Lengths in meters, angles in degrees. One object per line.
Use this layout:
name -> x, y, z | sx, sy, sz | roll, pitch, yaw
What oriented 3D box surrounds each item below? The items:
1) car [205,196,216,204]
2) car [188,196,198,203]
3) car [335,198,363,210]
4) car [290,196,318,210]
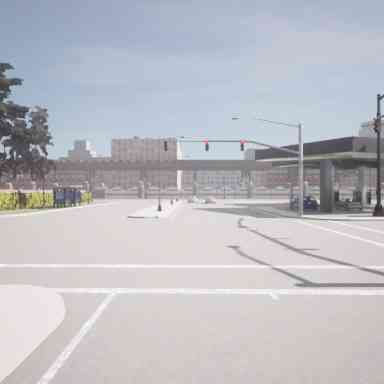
car -> 3.565, 1.523, 64.312 | 1.812, 1.442, 4.674 | 0, 0, 0
car -> 0.172, 1.523, 66.096 | 1.812, 1.442, 4.674 | 0, 0, 0
car -> 18.996, 1.454, 40.384 | 1.970, 1.475, 3.806 | 0, 0, 0
car -> 13.251, 1.293, 39.627 | 2.242, 1.667, 4.611 | 0, 0, 0
